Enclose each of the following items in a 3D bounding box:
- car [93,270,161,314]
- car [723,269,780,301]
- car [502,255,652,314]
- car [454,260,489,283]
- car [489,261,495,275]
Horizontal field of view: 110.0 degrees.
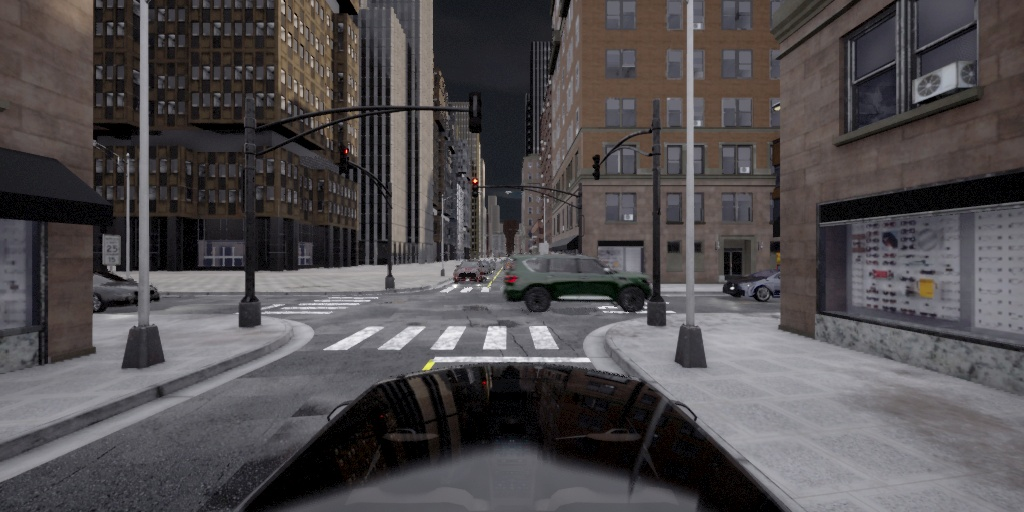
[{"bbox_3d":[-15.934,1.258,13.229,4.892,1.490,1.837,0,0,-1],"label":"car"},{"bbox_3d":[12.219,1.313,16.675,4.181,1.385,1.994,0,0,-1],"label":"car"},{"bbox_3d":[2.407,0.969,13.396,5.566,2.045,2.150,0,0,-1],"label":"car"},{"bbox_3d":[-3.159,1.103,27.804,2.097,1.767,4.553,0,0,0],"label":"car"},{"bbox_3d":[-3.176,1.298,38.063,2.033,1.411,5.357,0,0,0],"label":"car"}]
